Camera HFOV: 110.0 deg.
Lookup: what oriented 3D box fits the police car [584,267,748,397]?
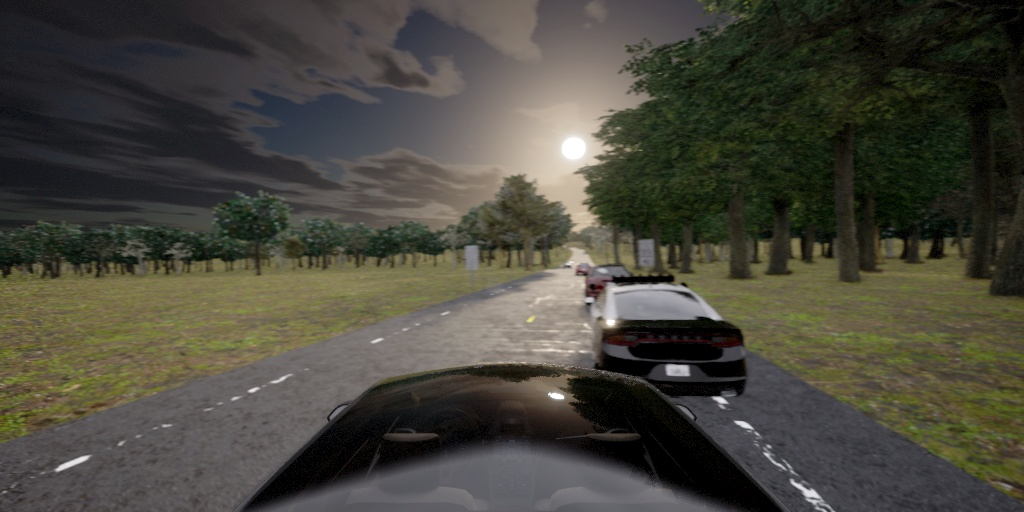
[{"bbox_3d":[2.449,1.158,6.767,1.930,1.638,5.238,-2,-1,11],"label":"police car"}]

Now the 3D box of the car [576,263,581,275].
[{"bbox_3d":[8.911,1.573,44.466,1.994,1.385,4.181,-2,-1,12],"label":"car"}]

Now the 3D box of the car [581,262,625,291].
[{"bbox_3d":[4.369,1.135,16.444,2.097,1.767,4.553,-2,-1,11],"label":"car"}]
